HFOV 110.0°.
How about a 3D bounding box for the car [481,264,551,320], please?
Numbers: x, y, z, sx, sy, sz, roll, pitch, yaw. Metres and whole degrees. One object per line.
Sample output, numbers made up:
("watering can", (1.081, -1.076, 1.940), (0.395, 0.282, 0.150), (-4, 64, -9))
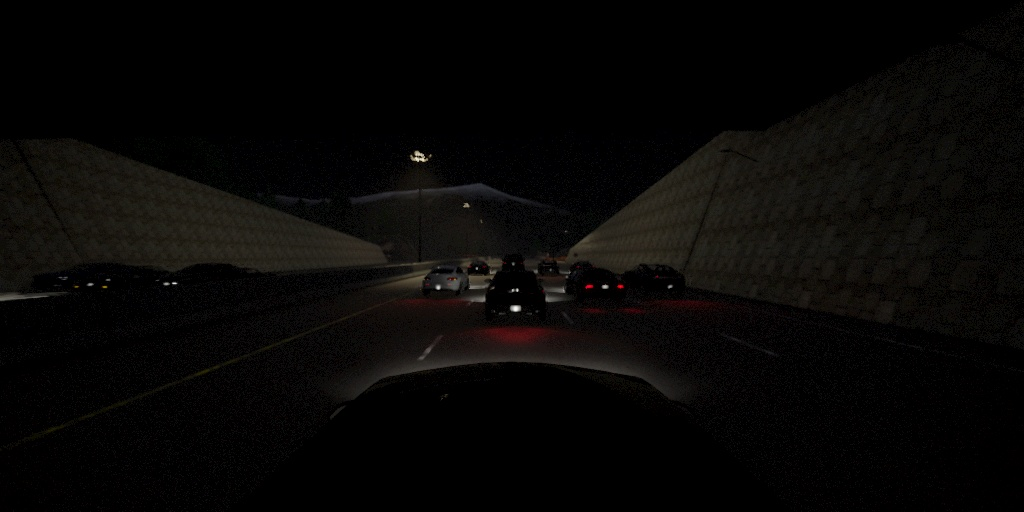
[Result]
("car", (0.106, 1.203, 12.462), (1.837, 1.490, 4.892), (0, 0, 0))

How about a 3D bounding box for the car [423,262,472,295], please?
("car", (-3.388, 1.194, 18.794), (1.812, 1.442, 4.674), (0, 0, 0))

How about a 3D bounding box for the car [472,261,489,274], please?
("car", (-3.375, 1.147, 36.488), (1.994, 1.385, 4.181), (0, 0, 0))

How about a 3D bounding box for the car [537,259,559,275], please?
("car", (3.625, 1.077, 36.068), (2.128, 1.511, 4.902), (0, 0, 0))

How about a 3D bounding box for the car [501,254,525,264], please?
("car", (0.125, 0.809, 35.586), (2.150, 2.045, 5.566), (0, 0, 0))

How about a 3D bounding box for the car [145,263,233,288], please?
("car", (-17.585, 1.163, 20.653), (1.837, 1.490, 4.892), (0, 0, 0))

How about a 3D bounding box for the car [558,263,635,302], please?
("car", (3.610, 1.227, 16.387), (2.033, 1.411, 5.357), (0, 0, 0))

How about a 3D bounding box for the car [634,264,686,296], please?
("car", (7.111, 1.161, 18.550), (2.128, 1.511, 4.902), (0, 0, 0))

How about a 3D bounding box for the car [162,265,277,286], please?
("car", (-14.089, 1.273, 17.867), (1.895, 1.301, 4.718), (0, 0, 0))

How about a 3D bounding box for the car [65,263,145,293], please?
("car", (-21.085, 1.225, 19.918), (1.994, 1.385, 4.181), (0, 0, 0))

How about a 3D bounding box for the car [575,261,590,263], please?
("car", (7.126, 1.148, 36.362), (1.994, 1.385, 4.181), (0, 0, 0))

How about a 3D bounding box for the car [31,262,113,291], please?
("car", (-24.585, 1.133, 21.183), (1.882, 1.535, 5.008), (0, 0, 0))
